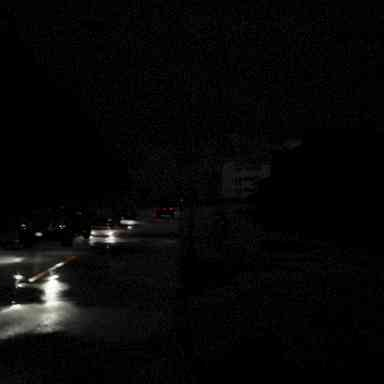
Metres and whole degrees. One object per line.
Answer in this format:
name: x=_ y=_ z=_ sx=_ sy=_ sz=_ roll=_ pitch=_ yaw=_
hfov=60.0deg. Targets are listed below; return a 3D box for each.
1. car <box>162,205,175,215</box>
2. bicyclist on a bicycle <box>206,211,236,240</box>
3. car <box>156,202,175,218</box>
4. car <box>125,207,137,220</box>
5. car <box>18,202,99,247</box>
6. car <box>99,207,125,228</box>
car: x=-3.886 y=2.962 z=55.641 sx=2.033 sy=1.411 sz=5.357 roll=1 pitch=-2 yaw=-2
bicyclist on a bicycle: x=1.621 y=1.887 z=18.507 sx=1.656 sy=1.620 sz=0.582 roll=2 pitch=0 yaw=-2
car: x=-3.449 y=2.314 z=43.386 sx=2.150 sy=2.045 sz=5.566 roll=1 pitch=-2 yaw=-2
car: x=-7.447 y=2.412 z=37.992 sx=2.033 sy=1.411 sz=5.357 roll=1 pitch=-2 yaw=-2
car: x=-6.738 y=1.545 z=17.149 sx=2.150 sy=2.045 sz=5.566 roll=1 pitch=-2 yaw=-2
car: x=-7.094 y=2.067 z=27.411 sx=1.882 sy=1.535 sz=5.008 roll=1 pitch=-2 yaw=-2
